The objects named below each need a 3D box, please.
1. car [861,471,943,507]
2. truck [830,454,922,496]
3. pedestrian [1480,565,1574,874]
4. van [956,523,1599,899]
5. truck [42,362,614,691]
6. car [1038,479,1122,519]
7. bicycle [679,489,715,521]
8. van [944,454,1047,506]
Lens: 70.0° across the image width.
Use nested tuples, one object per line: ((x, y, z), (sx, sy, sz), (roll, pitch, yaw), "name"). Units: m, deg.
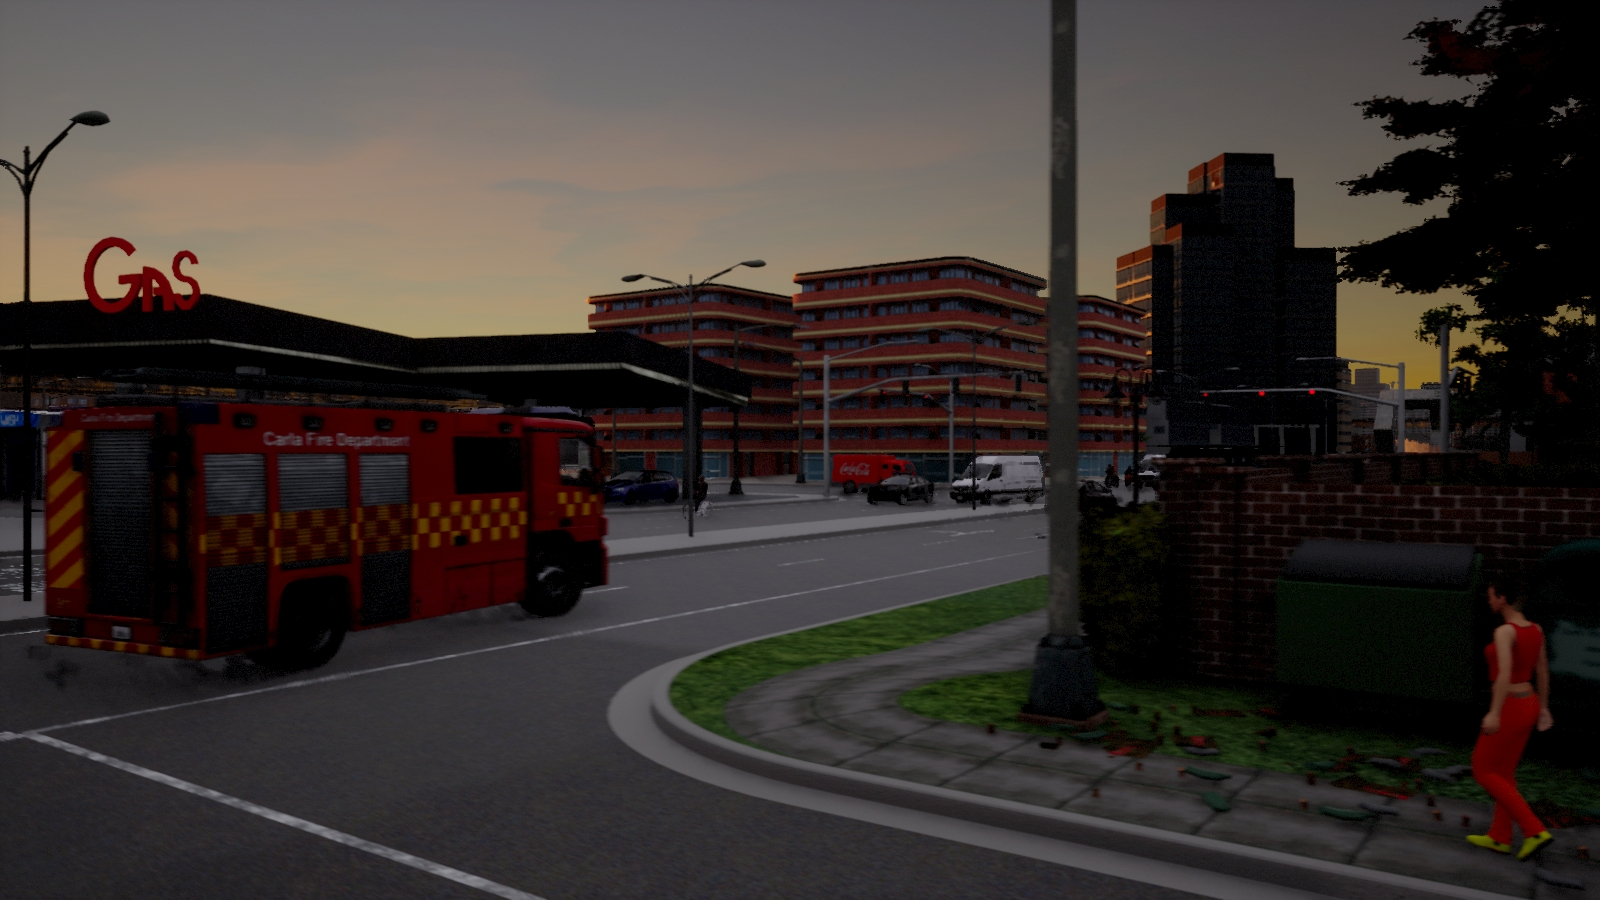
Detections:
((5.362, 1.983, 59.180), (2.097, 1.638, 5.238), (0, 0, 32), "car")
((4.815, 1.555, 72.688), (5.204, 2.467, 2.627), (1, 1, 34), "truck")
((4.662, 1.696, 7.331), (0.375, 1.860, 0.375), (0, 0, -31), "pedestrian")
((3.312, 1.535, 1.459), (5.915, 2.561, 1.988), (0, 0, 35), "van")
((-6.516, 0.890, 17.717), (2.891, 3.827, 8.468), (0, 0, 25), "truck")
((11.968, 2.040, 48.612), (2.007, 1.525, 4.514), (0, 0, 34), "car")
((-4.124, 2.198, 45.773), (0.329, 1.196, 1.835), (0, 0, 34), "bicycle")
((10.301, 1.534, 59.880), (5.915, 2.561, 1.988), (0, -1, -41), "van")
